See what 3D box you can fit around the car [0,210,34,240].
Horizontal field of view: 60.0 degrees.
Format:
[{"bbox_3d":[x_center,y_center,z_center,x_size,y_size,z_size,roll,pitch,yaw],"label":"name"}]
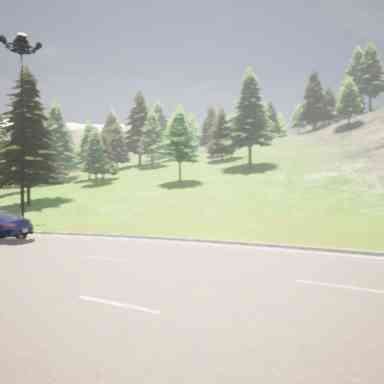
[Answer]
[{"bbox_3d":[-9.731,1.584,15.657,4.674,1.442,1.812,0,0,16],"label":"car"}]
